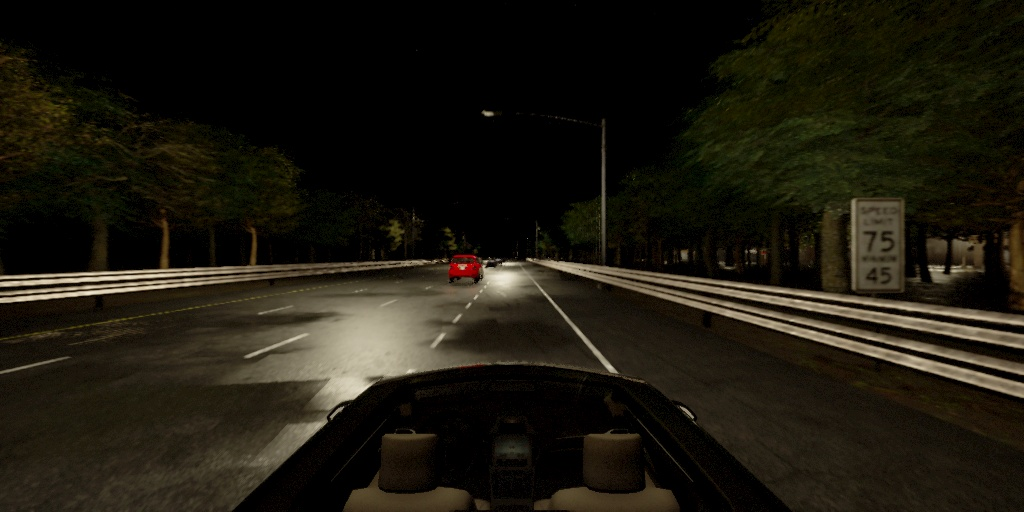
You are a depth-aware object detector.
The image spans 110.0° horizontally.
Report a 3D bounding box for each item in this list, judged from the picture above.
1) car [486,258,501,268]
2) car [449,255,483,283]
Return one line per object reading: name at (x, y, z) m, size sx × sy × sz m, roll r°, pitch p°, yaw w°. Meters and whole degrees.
car at (-3.456, 1.349, 62.040) m, size 2.033 × 1.411 × 5.357 m, roll 0°, pitch 0°, yaw 0°
car at (-3.504, 0.981, 27.993) m, size 2.150 × 2.045 × 5.566 m, roll 0°, pitch 0°, yaw 0°
